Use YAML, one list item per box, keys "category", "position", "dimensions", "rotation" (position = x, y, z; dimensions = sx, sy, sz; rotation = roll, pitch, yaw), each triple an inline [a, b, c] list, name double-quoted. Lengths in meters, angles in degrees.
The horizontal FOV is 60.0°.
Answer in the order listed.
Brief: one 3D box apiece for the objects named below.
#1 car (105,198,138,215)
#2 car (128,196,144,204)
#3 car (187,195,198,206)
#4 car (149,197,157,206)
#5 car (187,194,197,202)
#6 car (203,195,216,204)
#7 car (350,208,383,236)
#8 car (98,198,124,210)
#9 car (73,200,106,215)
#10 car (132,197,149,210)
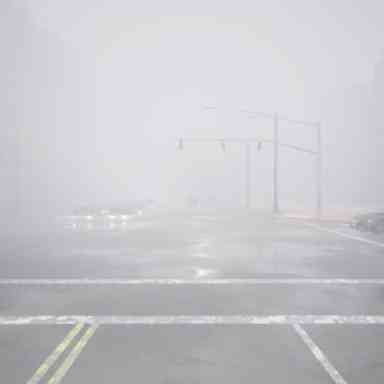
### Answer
- category: "car"
  position: [-7.102, 1.570, 34.119]
  dimensions: [1.994, 1.385, 4.181]
  rotation: [0, 0, 0]
- category: "car"
  position: [-10.556, 1.559, 62.999]
  dimensions: [2.033, 1.411, 5.357]
  rotation: [0, 0, 1]
- category: "car"
  position: [0.084, 1.501, 55.752]
  dimensions: [2.128, 1.511, 4.902]
  rotation: [0, 0, 0]
- category: "car"
  position: [-7.092, 1.574, 55.683]
  dimensions: [1.994, 1.385, 4.181]
  rotation: [0, 0, 0]
- category: "car"
  position: [-0.020, 1.368, 74.878]
  dimensions: [2.097, 1.767, 4.553]
  rotation: [0, 0, 0]
- category: "car"
  position: [3.482, 1.516, 63.423]
  dimensions: [1.837, 1.490, 4.892]
  rotation: [0, 0, 0]
- category: "car"
  position: [11.135, 1.495, 17.915]
  dimensions: [4.902, 1.511, 2.128]
  rotation: [0, 0, -2]
- category: "car"
  position: [-10.600, 1.555, 43.887]
  dimensions: [2.033, 1.411, 5.357]
  rotation: [0, 0, 0]
- category: "car"
  position: [-10.603, 1.532, 34.150]
  dimensions: [1.812, 1.442, 4.674]
  rotation: [0, 0, 0]
- category: "car"
  position: [-7.100, 1.533, 42.863]
  dimensions: [1.812, 1.442, 4.674]
  rotation: [0, 0, 0]
